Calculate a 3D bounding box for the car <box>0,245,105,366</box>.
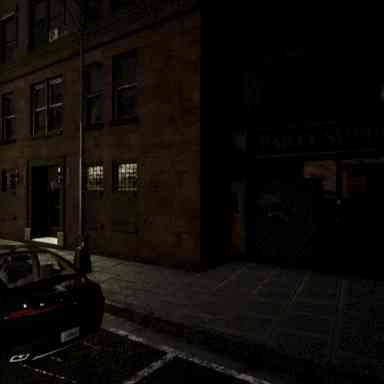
[{"bbox_3d":[-3.298,1.551,5.448,4.403,1.369,2.008,0,0,36],"label":"car"}]
